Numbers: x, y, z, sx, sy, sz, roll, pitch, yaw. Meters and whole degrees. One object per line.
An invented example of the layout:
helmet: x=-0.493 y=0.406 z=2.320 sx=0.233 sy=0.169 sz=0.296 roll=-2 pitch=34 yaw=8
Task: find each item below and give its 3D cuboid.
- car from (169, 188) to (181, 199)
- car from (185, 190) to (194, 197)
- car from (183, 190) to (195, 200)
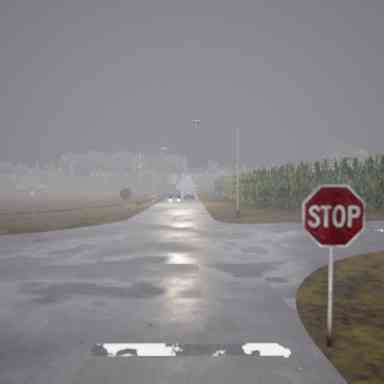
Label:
car: x=-3.313 y=0.207 z=65.306 sx=2.150 sy=2.045 sz=5.566 roll=0 pitch=2 yaw=0
car: x=-0.612 y=0.199 z=71.218 sx=1.895 sy=1.301 sz=4.718 roll=0 pitch=2 yaw=0
car: x=-0.529 y=0.643 z=61.199 sx=1.812 sy=1.442 sz=4.674 roll=0 pitch=2 yaw=0
